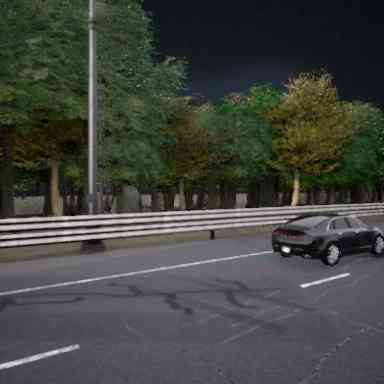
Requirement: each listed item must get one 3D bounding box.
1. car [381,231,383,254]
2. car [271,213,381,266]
[{"bbox_3d":[7.168,1.508,8.856,4.674,1.442,1.812,0,0,-35],"label":"car"},{"bbox_3d":[4.816,1.488,11.486,4.892,1.490,1.837,0,0,-36],"label":"car"}]
